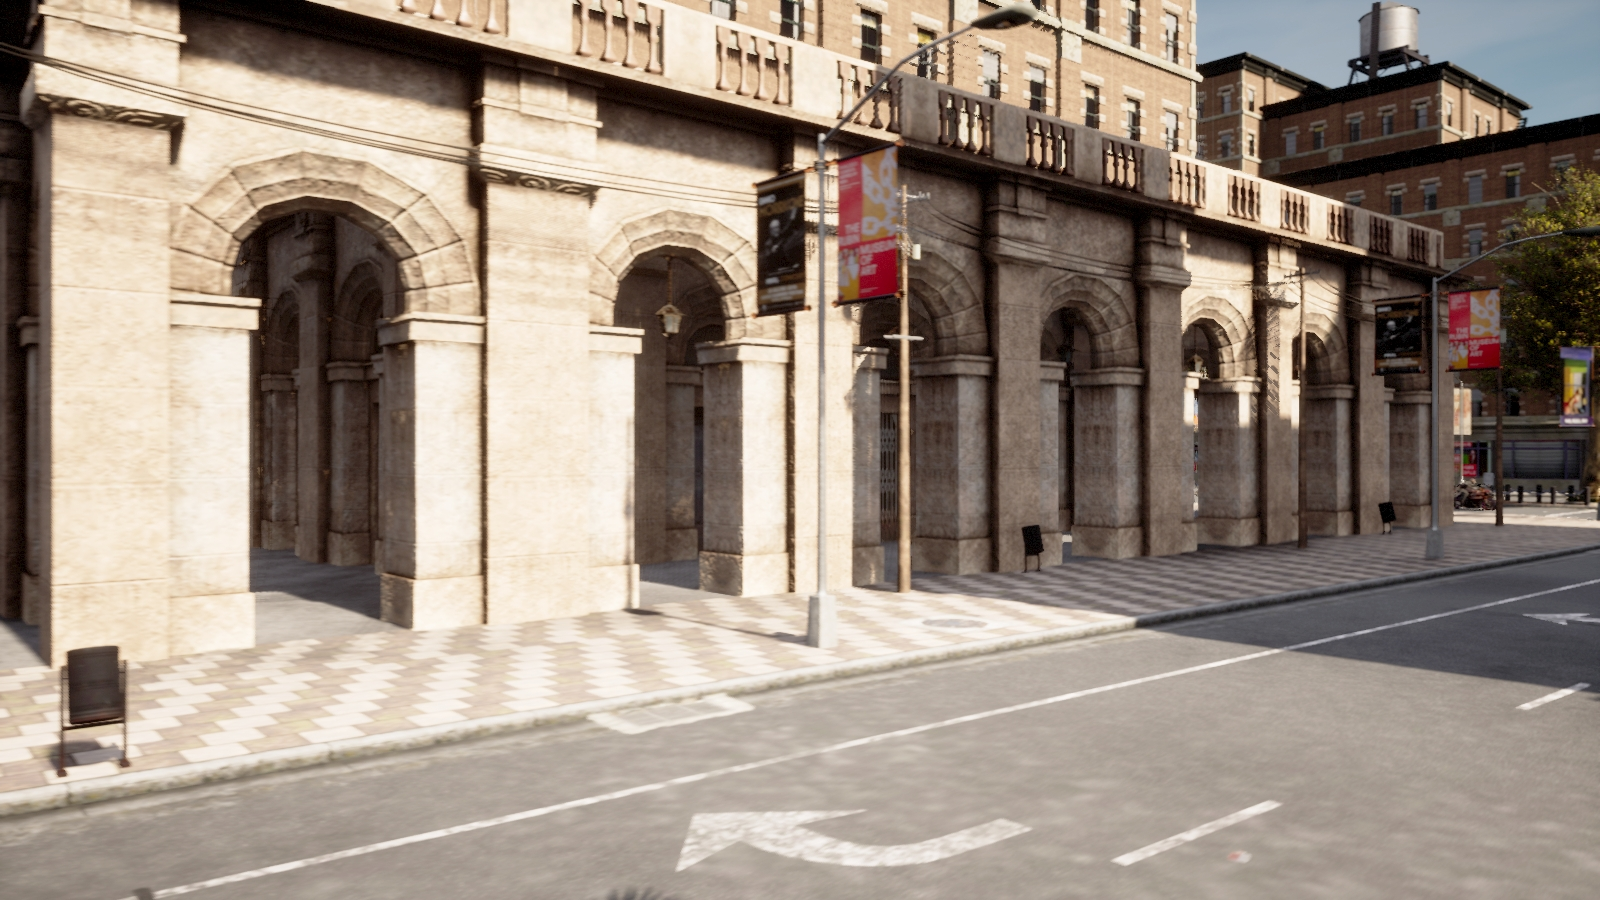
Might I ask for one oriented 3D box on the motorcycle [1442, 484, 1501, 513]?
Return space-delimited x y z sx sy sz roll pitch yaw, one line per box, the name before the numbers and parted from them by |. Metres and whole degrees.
motorcycle | 30.951 2.216 52.700 0.867 1.251 2.209 0 0 -39
